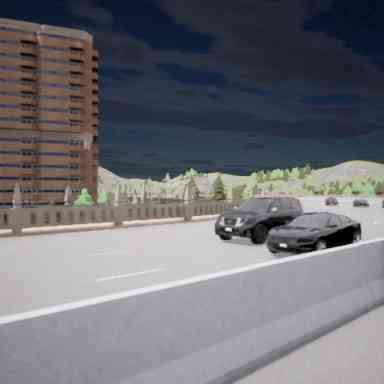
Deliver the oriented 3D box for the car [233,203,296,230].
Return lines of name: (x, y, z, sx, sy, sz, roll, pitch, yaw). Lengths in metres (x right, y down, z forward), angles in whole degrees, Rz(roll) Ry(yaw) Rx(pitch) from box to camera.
car: (5.155, 1.575, 23.136, 2.128, 1.511, 4.902, 0, 0, 42)

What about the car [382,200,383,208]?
car: (28.136, 1.623, 46.974, 2.128, 1.511, 4.902, 0, 0, 22)

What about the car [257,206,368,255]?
car: (4.870, 1.521, 12.893, 5.008, 1.535, 1.882, 0, 0, -43)

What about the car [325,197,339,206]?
car: (24.914, 1.691, 59.158, 1.837, 1.490, 4.892, 0, 0, 16)

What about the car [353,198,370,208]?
car: (26.333, 1.702, 51.852, 2.033, 1.411, 5.357, 0, 0, 20)

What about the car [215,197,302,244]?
car: (3.555, 1.282, 16.405, 5.566, 2.045, 2.150, 0, 0, -44)
